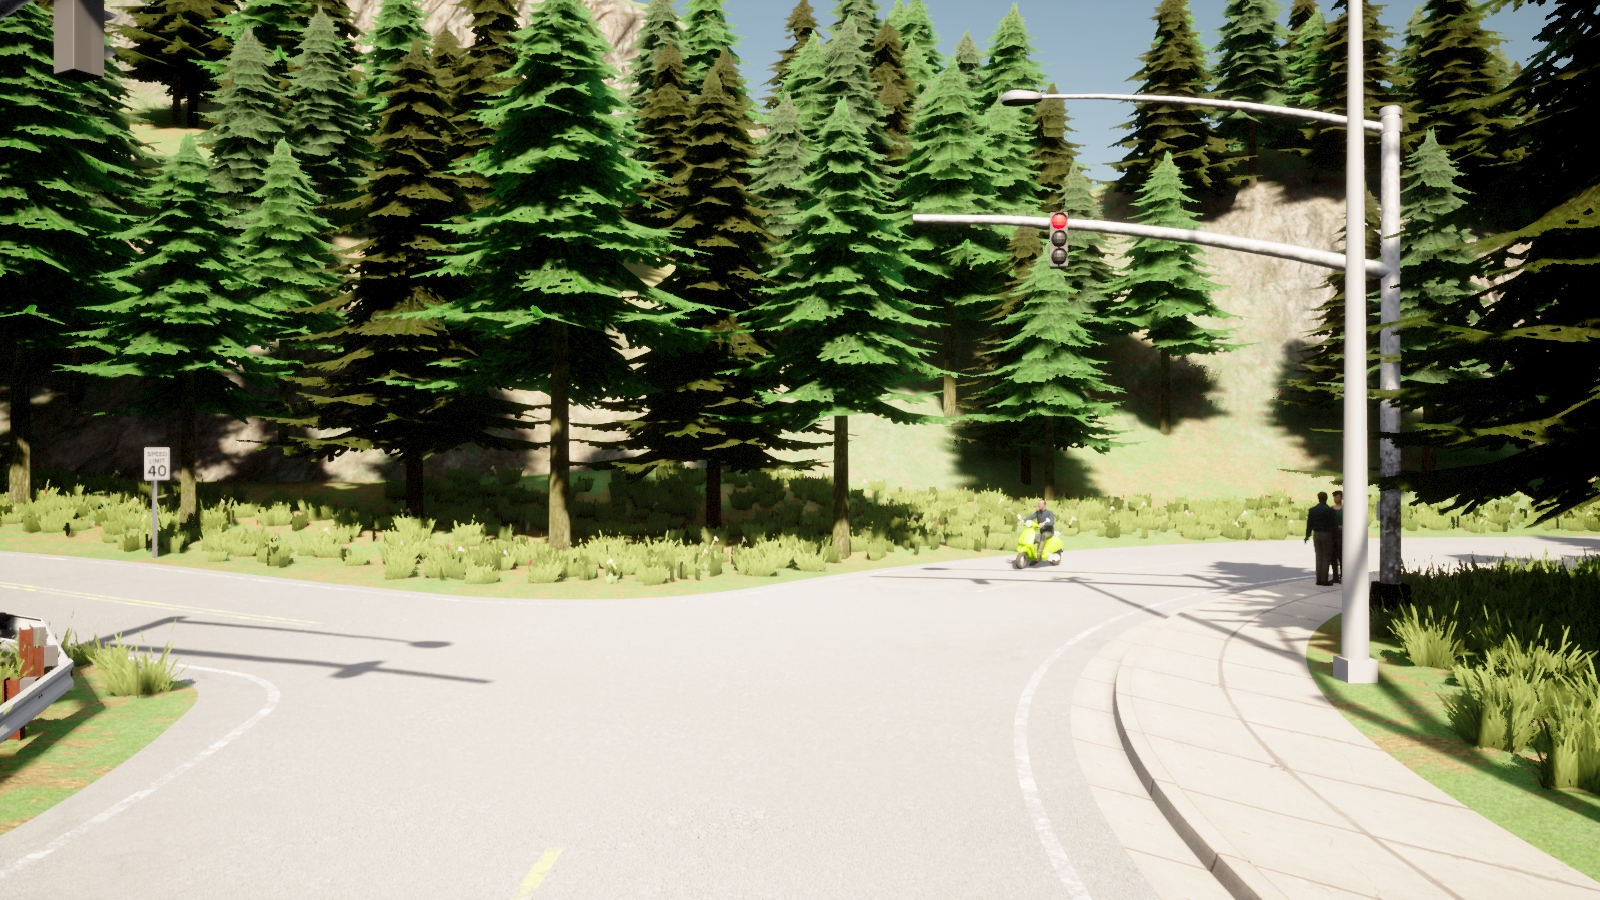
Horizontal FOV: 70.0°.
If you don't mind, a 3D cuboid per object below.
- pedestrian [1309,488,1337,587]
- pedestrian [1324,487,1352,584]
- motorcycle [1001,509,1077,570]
[{"bbox_3d":[10.063,1.668,22.001,0.375,1.860,0.375,0,0,-43],"label":"pedestrian"},{"bbox_3d":[10.536,1.668,22.374,0.375,1.860,0.375,0,0,-37],"label":"pedestrian"},{"bbox_3d":[5.702,2.113,27.217,1.805,1.316,0.856,0,0,-41],"label":"motorcycle"}]
